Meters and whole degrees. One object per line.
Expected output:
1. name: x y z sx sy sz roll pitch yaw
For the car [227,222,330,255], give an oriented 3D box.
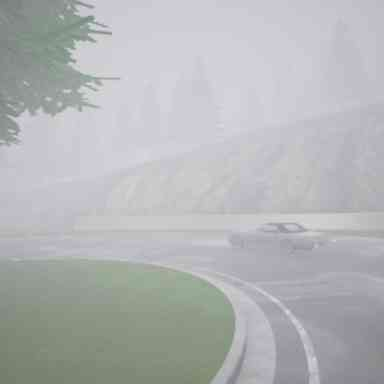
1. car: 3.875 2.101 15.858 1.895 1.301 4.718 0 -3 -40
